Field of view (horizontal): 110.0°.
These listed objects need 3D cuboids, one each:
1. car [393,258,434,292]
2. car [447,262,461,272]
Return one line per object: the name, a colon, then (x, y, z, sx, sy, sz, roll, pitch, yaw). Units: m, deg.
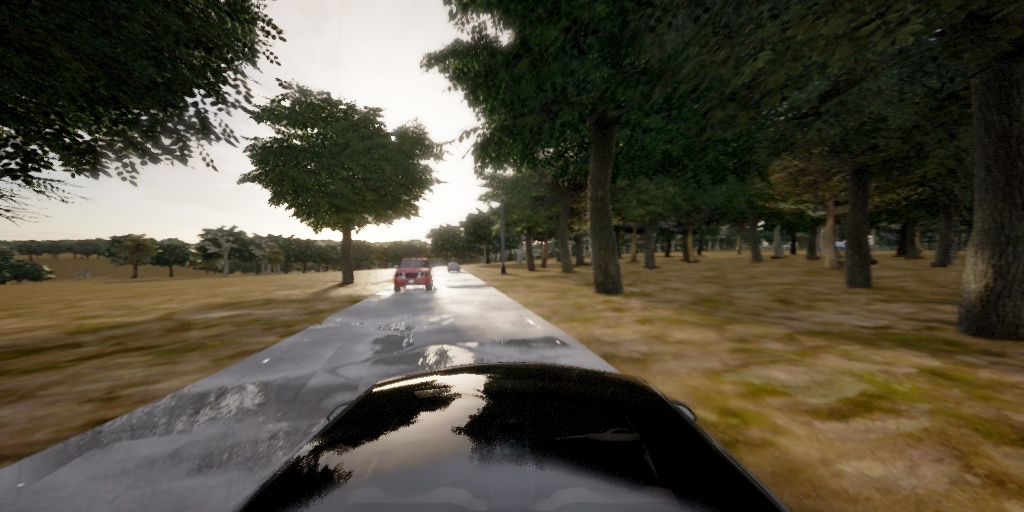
car: (-6.267, 1.133, 23.337, 2.150, 2.045, 5.566, -1, 0, -10)
car: (-9.061, 1.833, 56.420, 1.994, 1.385, 4.181, -1, -1, -10)
